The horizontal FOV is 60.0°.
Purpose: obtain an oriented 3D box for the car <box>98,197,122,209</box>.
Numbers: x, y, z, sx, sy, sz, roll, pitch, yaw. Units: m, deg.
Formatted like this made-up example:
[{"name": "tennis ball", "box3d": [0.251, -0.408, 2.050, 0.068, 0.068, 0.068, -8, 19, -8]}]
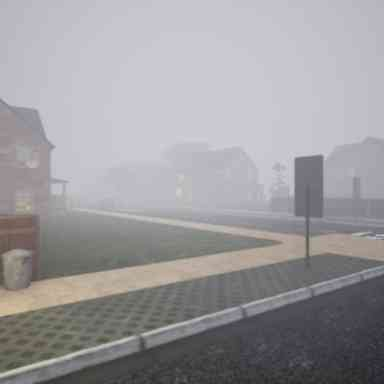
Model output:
[{"name": "car", "box3d": [-10.649, 1.367, 42.958, 2.128, 1.511, 4.902, 0, 0, -36]}]
